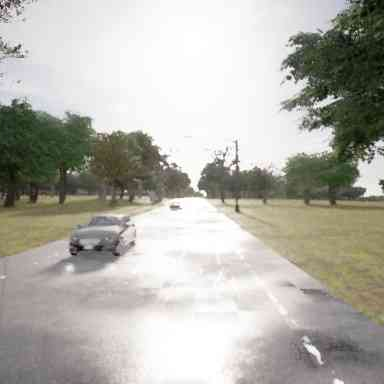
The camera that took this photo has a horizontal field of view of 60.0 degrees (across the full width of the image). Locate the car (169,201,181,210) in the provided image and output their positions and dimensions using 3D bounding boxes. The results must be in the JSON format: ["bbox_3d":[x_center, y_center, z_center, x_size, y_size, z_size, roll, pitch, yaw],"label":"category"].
[{"bbox_3d":[-2.734,2.176,55.059,2.033,1.411,5.357,0,-1,2],"label":"car"}]

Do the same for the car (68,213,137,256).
[{"bbox_3d":[-3.512,1.650,13.843,2.128,1.511,4.902,0,-1,1],"label":"car"}]
